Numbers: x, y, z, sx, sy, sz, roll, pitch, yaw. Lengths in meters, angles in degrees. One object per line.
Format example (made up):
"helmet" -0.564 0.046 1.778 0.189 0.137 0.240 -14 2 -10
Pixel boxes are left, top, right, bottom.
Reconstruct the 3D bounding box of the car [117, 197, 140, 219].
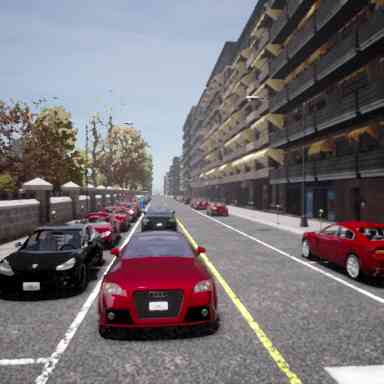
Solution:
"car" -5.307 1.449 25.785 1.967 1.590 4.097 0 0 -6

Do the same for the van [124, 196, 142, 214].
"van" -6.496 1.366 36.984 1.690 1.788 3.998 0 0 -6

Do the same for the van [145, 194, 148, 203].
"van" -7.685 1.382 48.182 1.690 1.788 3.998 0 0 -6

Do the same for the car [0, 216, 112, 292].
"car" -3.526 1.566 8.992 1.947 1.339 4.313 0 0 -6

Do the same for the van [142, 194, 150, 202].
"van" -11.248 1.446 81.774 1.690 1.788 3.998 0 0 -6

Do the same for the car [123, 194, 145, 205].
"car" -5.903 1.332 31.384 2.192 1.841 5.009 0 0 -6

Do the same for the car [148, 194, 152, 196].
"car" -10.060 1.395 70.577 2.192 1.841 5.009 0 0 -6

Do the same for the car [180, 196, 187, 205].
"car" -0.539 1.625 60.264 1.947 1.339 4.313 0 0 -6

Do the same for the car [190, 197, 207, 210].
"car" 1.243 1.473 43.467 1.967 1.590 4.097 0 0 -6

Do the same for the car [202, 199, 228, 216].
"car" 2.431 1.599 32.268 1.802 1.307 4.206 0 0 -6

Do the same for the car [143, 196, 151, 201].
"car" -11.842 1.701 87.373 1.802 1.307 4.206 0 0 -6

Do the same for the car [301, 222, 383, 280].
"car" 4.808 1.545 9.875 1.887 1.381 4.507 0 0 -6

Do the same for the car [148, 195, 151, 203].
"car" -8.872 1.624 59.379 1.947 1.339 4.313 0 0 -6

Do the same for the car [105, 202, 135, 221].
"car" -4.714 1.547 20.188 1.887 1.381 4.507 0 0 -6

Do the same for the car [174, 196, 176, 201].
"car" -2.932 1.631 82.828 1.752 1.417 4.829 0 0 -6

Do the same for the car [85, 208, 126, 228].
"car" -4.120 1.582 14.591 1.802 1.307 4.206 0 0 -6

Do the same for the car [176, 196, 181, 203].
"car" -1.727 1.520 71.461 1.967 1.590 4.097 0 0 -6

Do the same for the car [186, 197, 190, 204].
"car" 0.649 1.623 49.066 1.802 1.307 4.206 0 0 -6

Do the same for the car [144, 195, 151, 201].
"car" -12.436 1.678 92.972 1.887 1.381 4.507 0 0 -6

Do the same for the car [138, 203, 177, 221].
"car" -1.954 1.565 19.723 1.994 1.385 4.181 0 0 -6

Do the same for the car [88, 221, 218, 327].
"car" -0.715 1.564 7.074 1.994 1.385 4.181 0 0 -6
